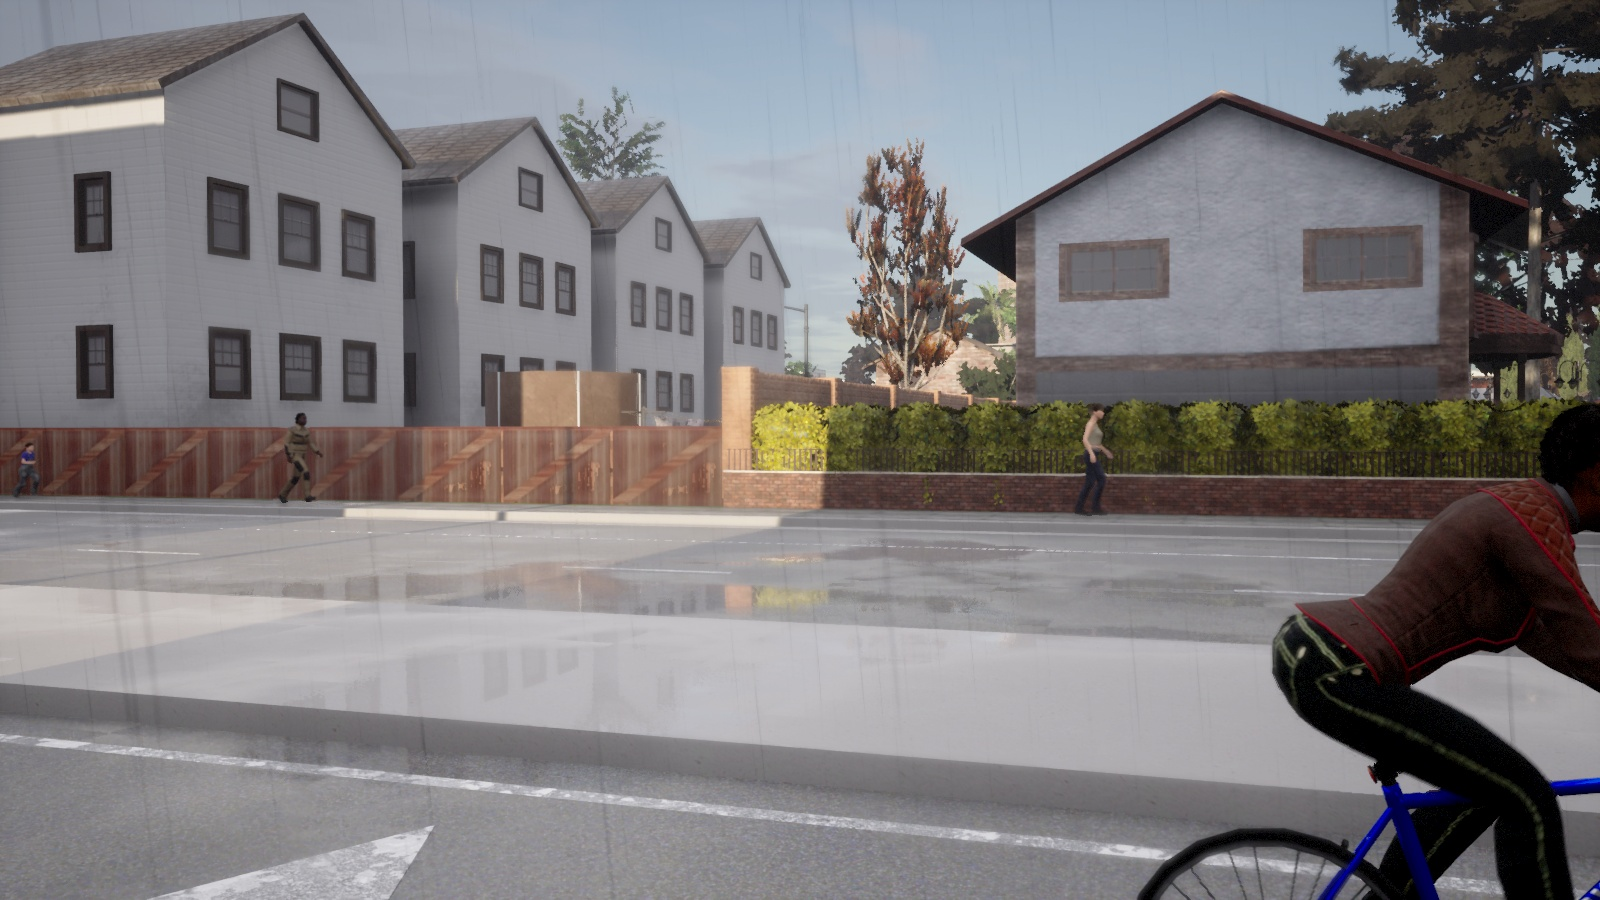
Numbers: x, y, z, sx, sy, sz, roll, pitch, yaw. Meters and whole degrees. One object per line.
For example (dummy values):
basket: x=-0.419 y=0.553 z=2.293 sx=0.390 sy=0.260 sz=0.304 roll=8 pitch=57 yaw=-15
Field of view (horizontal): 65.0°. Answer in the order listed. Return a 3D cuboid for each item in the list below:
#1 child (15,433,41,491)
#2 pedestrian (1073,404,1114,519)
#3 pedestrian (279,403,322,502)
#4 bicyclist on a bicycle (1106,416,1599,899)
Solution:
child: x=-16.862 y=0.259 z=27.432 sx=0.437 sy=1.263 sz=0.270 roll=1 pitch=1 yaw=19
pedestrian: x=4.715 y=0.176 z=20.168 sx=0.594 sy=1.836 sz=0.345 roll=1 pitch=1 yaw=20
pedestrian: x=-9.861 y=0.048 z=24.781 sx=0.692 sy=1.930 sz=0.396 roll=1 pitch=1 yaw=21
bicyclist on a bicycle: x=1.528 y=0.742 z=2.677 sx=1.656 sy=1.620 sz=0.582 roll=0 pitch=1 yaw=19
